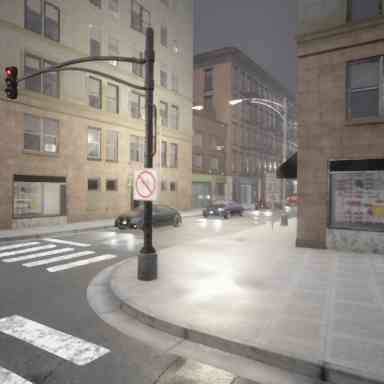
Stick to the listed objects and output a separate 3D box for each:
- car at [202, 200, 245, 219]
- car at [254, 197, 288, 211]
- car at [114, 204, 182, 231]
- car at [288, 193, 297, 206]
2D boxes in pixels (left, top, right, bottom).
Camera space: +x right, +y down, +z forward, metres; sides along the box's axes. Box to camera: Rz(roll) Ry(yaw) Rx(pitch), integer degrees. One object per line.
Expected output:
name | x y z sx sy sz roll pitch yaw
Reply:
car | 2.534 1.296 26.231 1.994 1.385 4.181 1 1 34
car | 8.034 1.190 34.456 1.994 1.385 4.181 1 1 34
car | -2.382 1.388 18.865 1.994 1.385 4.181 1 1 34
car | 13.760 0.869 42.965 2.097 1.767 4.553 1 1 34
